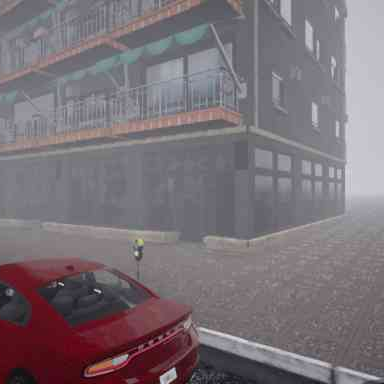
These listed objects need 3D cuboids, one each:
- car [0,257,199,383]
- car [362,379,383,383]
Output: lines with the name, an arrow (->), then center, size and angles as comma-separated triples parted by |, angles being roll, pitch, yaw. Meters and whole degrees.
car -> -2.031, 1.545, 4.320 | 4.507, 1.381, 1.887 | 0, 0, 35
car -> 2.561, 1.566, 1.052 | 4.313, 1.339, 1.947 | 0, 0, 35
